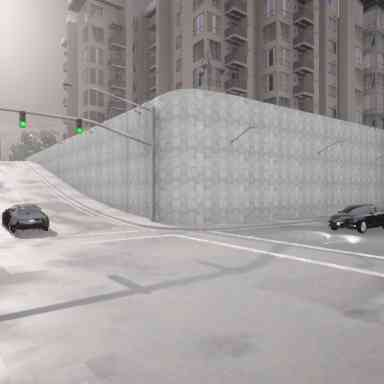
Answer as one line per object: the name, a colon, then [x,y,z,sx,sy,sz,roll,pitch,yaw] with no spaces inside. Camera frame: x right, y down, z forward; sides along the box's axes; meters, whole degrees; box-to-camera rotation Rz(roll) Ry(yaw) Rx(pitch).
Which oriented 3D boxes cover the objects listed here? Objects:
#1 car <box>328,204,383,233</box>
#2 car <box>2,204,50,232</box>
car: [10.058,1.512,19.779,4.892,1.490,1.837,0,0,-36]
car: [-9.675,1.394,19.253,1.994,1.385,4.181,0,3,-36]
